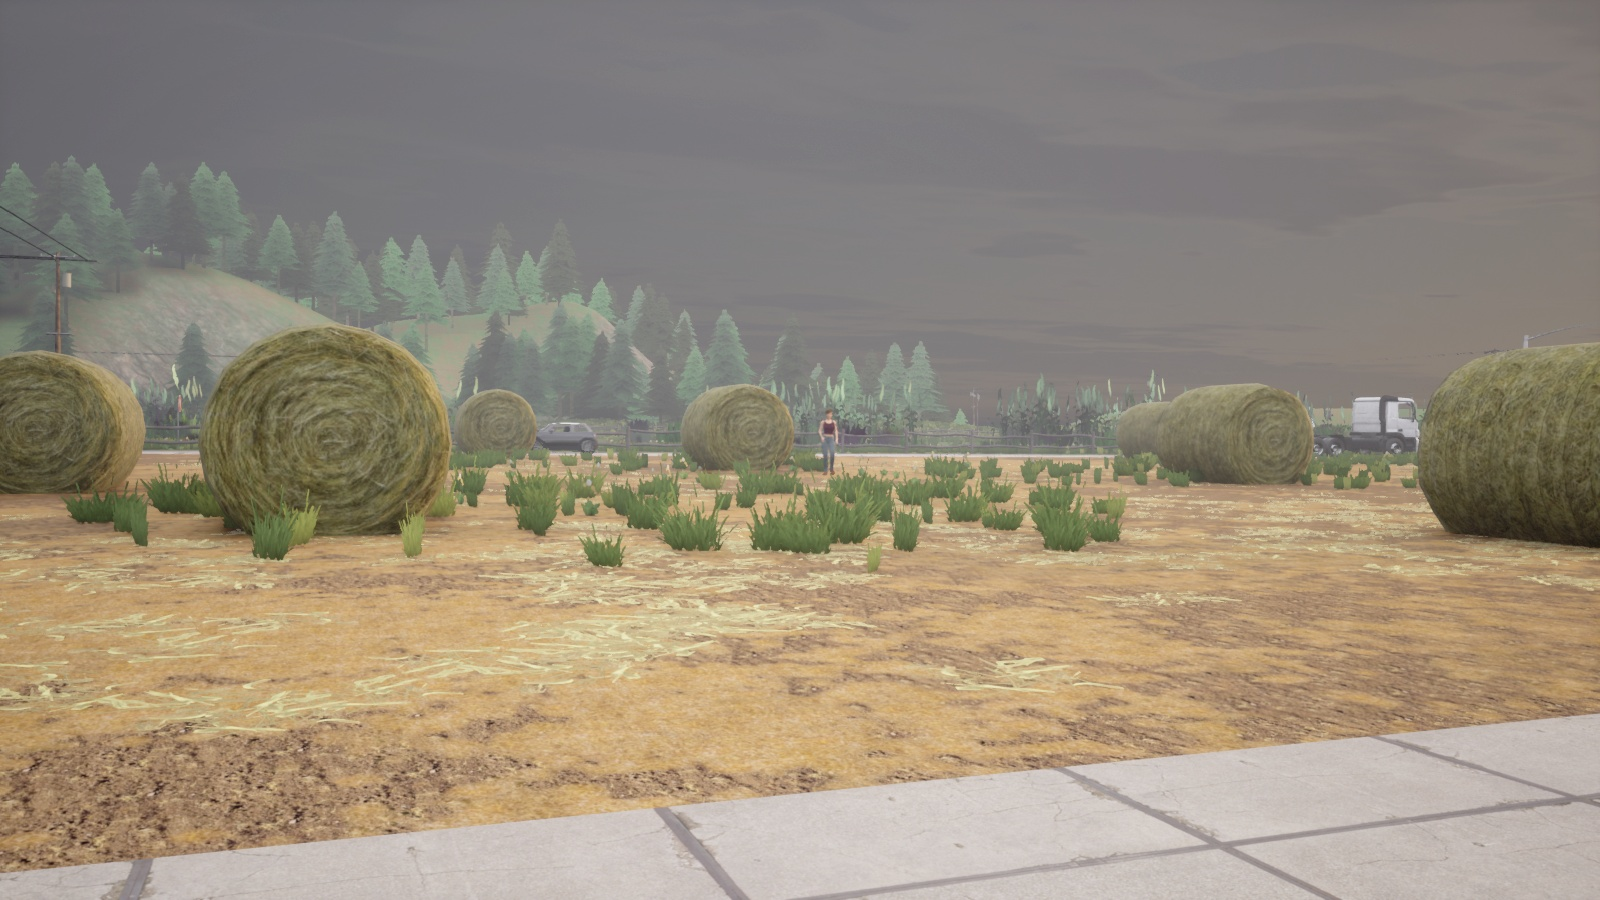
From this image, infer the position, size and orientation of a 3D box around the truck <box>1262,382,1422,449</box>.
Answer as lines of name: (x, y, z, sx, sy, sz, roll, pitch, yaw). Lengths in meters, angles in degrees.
truck: (29.341, -1.891, 68.006, 7.936, 3.462, 2.891, -1, 1, -17)

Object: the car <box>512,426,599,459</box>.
car: (-11.529, -0.354, 59.213, 3.806, 1.475, 1.970, -1, 1, -17)

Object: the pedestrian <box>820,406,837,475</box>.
pedestrian: (0.769, -0.258, 33.903, 0.345, 1.836, 0.594, -1, 1, -6)
